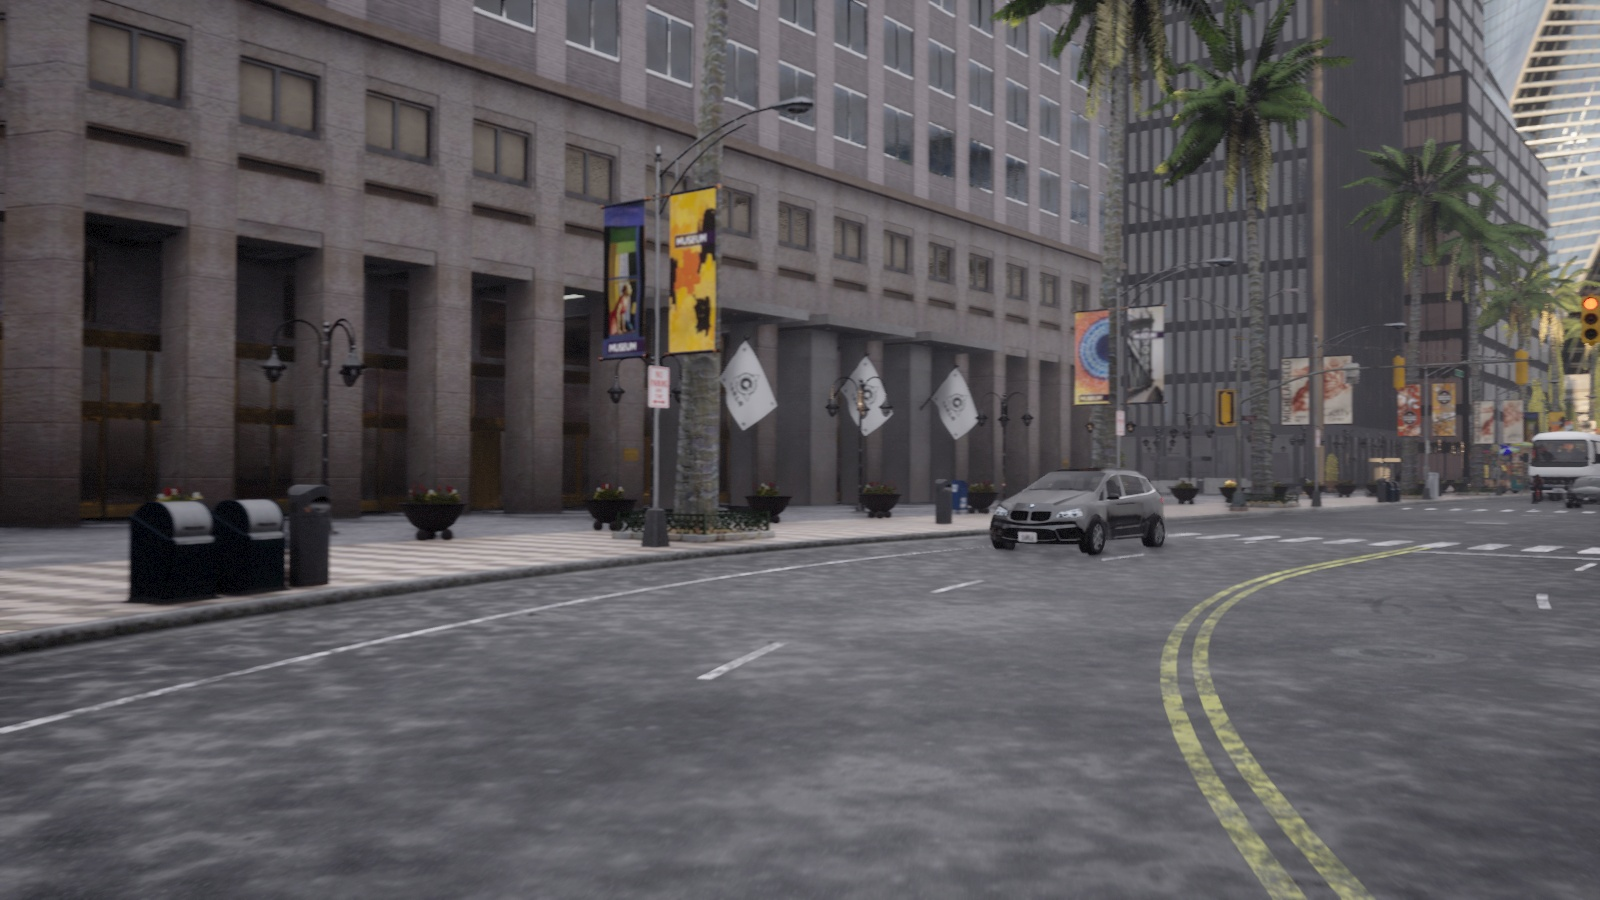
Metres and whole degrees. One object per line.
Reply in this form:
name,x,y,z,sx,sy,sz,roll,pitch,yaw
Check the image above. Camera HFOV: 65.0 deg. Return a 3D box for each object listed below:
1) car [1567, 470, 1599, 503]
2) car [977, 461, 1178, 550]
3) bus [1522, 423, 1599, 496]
car,38.392,1.737,60.489,1.837,1.490,4.892,-1,0,39
car,5.815,1.083,25.884,2.242,1.667,4.611,-1,-1,39
bus,48.071,0.628,78.021,3.944,4.253,10.273,-1,-1,39
